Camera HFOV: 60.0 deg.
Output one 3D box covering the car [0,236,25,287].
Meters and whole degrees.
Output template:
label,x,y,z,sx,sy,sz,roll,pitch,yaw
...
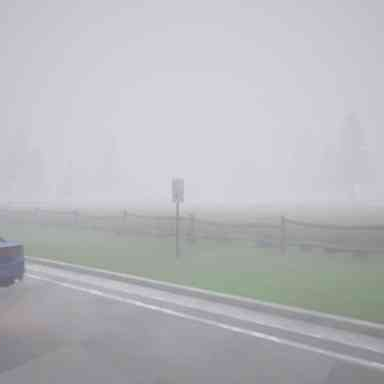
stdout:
label,x,y,z,sx,sy,sz,roll,pitch,yaw
car,-6.203,1.546,8.235,5.008,1.535,1.882,0,-1,33
